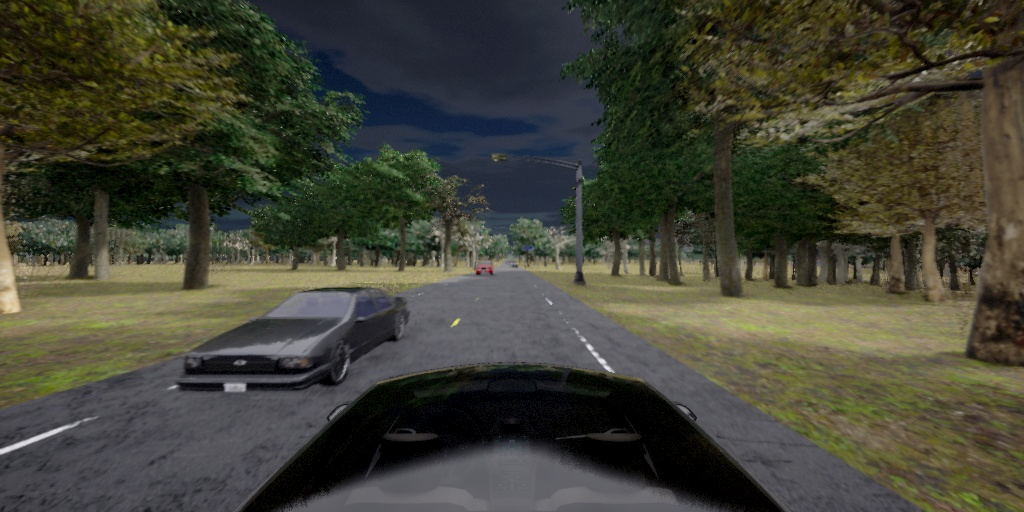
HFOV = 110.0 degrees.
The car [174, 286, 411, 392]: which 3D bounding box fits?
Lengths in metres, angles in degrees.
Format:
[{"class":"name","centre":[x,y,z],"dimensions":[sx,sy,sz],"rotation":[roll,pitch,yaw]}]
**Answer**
[{"class":"car","centre":[-3.598,1.348,7.328],"dimensions":[2.033,1.411,5.357],"rotation":[0,-1,0]}]

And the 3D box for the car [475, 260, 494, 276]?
[{"class":"car","centre":[-3.575,1.567,47.916],"dimensions":[2.150,2.045,5.566],"rotation":[0,-1,0]}]
